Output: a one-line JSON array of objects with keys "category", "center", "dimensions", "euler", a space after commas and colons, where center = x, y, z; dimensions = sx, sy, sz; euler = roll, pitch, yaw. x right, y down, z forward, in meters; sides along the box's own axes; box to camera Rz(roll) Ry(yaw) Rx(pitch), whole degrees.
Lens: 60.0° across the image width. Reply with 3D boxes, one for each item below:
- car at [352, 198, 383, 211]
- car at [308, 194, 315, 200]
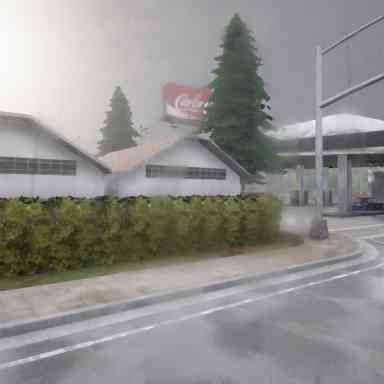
[{"category": "car", "center": [20.814, 1.480, 39.371], "dimensions": [4.611, 1.667, 2.242], "euler": [0, 0, -36]}, {"category": "car", "center": [31.815, 1.330, 88.879], "dimensions": [2.152, 1.636, 5.027], "euler": [0, 0, -36]}]
